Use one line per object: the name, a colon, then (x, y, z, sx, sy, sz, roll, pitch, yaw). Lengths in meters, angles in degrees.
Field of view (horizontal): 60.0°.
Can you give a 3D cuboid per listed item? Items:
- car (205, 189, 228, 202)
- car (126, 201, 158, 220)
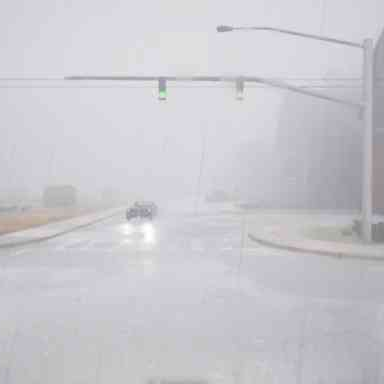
car: (3.972, 0.599, 53.626, 1.905, 1.878, 3.866, -8, 4, -42)
car: (-3.669, 1.338, 25.020, 1.895, 1.301, 4.718, 0, 0, 0)
